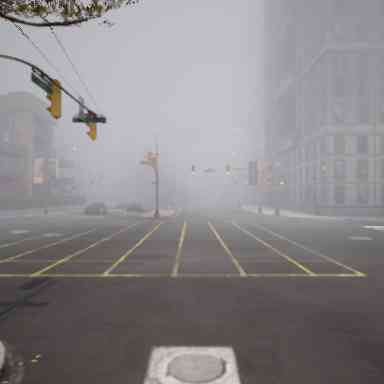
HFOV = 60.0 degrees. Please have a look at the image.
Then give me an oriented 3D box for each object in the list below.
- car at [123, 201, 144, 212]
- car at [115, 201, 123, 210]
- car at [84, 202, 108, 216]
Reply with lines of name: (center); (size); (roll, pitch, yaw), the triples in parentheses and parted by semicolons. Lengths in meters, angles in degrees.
car: (-8.094, 2.176, 47.468); (1.994, 1.385, 4.181); (0, -1, 0)
car: (-11.550, 2.289, 56.164); (1.994, 1.385, 4.181); (0, -1, 1)
car: (-11.509, 2.021, 40.049); (1.837, 1.490, 4.892); (0, -1, 0)
